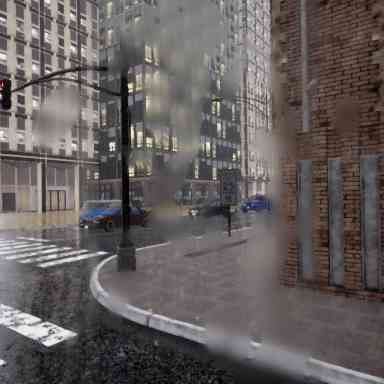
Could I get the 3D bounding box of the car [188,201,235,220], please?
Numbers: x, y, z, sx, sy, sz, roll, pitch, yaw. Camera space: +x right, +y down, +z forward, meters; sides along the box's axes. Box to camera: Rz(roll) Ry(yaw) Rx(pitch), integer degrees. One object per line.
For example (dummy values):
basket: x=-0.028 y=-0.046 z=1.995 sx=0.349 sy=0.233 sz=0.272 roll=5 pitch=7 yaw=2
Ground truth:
car: x=1.598 y=1.578 z=29.626 sx=2.128 sy=1.511 sz=4.902 roll=-1 pitch=-1 yaw=36

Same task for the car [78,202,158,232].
car: x=-4.482 y=1.614 z=21.136 sx=2.033 sy=1.411 sz=5.357 roll=-1 pitch=-1 yaw=36

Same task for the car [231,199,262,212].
car: x=6.830 y=1.689 z=41.384 sx=1.752 sy=1.417 sz=4.829 roll=-2 pitch=-1 yaw=36

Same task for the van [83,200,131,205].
van: x=-6.000 y=1.460 z=23.471 sx=1.690 sy=1.788 sz=3.998 roll=-2 pitch=-1 yaw=36

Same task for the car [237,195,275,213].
car: x=7.688 y=1.329 z=38.121 sx=2.150 sy=2.045 sz=5.566 roll=-1 pitch=-1 yaw=36
